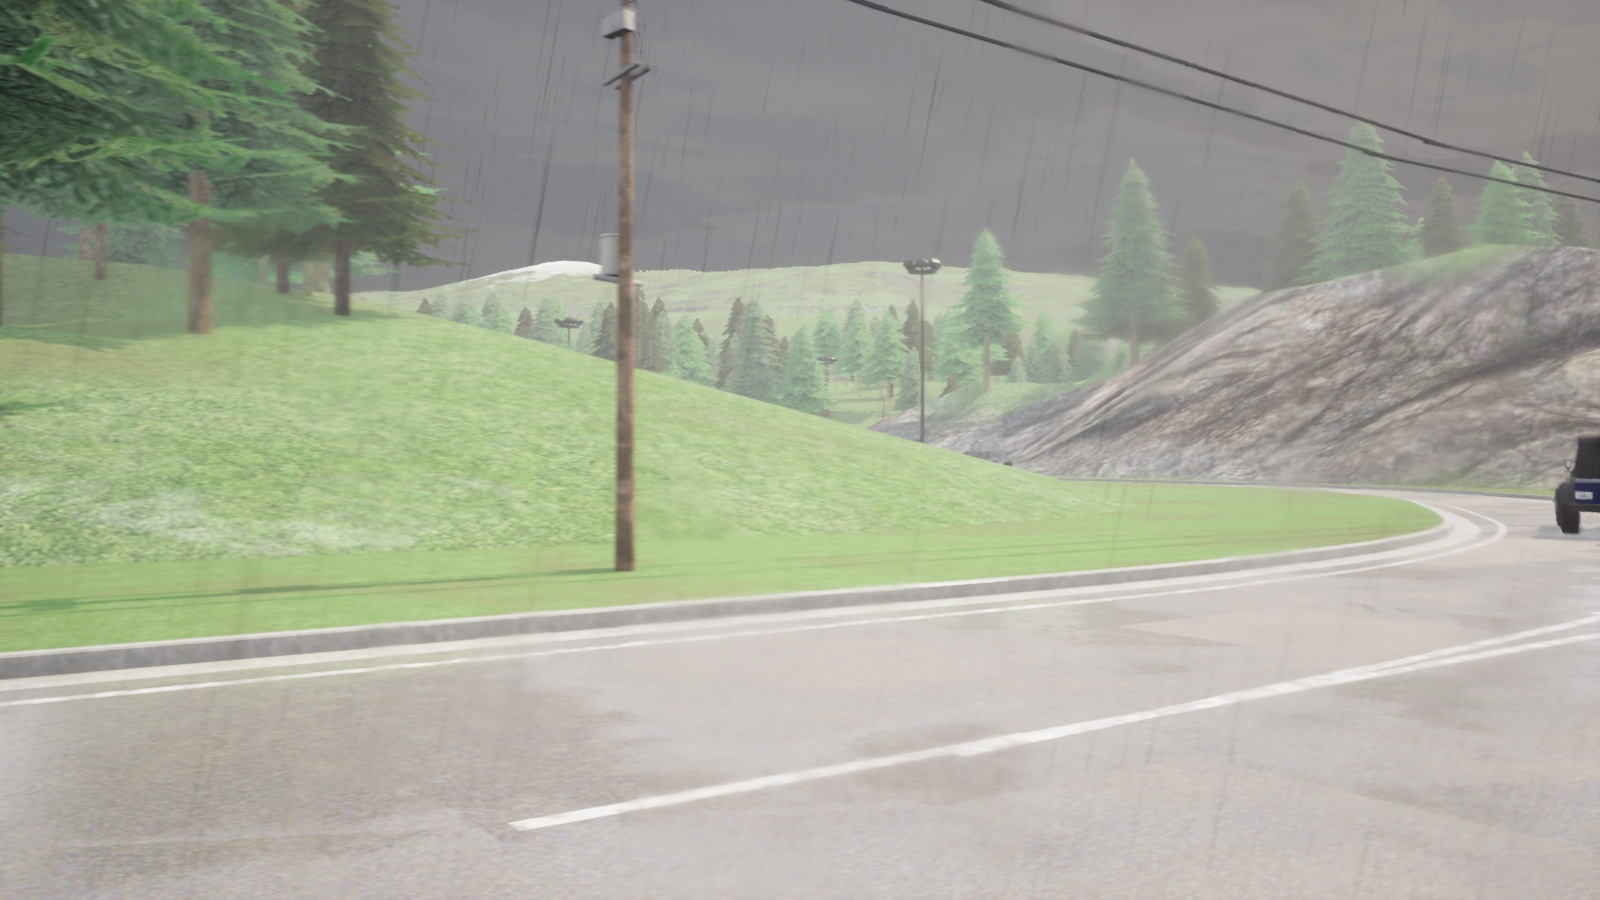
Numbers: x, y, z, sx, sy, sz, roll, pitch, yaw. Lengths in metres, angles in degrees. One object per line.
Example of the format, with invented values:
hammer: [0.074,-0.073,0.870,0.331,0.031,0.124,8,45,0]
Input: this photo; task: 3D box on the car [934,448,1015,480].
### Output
car: [9.896,0.761,71.590,2.097,1.767,4.553,0,0,-34]

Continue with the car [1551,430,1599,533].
car: [15.733,0.569,24.354,1.905,1.878,3.866,0,0,29]
